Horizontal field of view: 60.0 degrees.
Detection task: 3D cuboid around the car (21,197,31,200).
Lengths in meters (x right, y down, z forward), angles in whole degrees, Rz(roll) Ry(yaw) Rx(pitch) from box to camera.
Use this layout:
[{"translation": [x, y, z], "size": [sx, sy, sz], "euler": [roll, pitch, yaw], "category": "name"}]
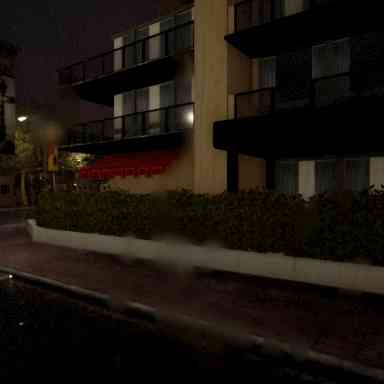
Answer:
[{"translation": [-35.601, 1.481, 67.658], "size": [4.892, 1.521, 2.231], "euler": [0, 0, 36], "category": "car"}]
